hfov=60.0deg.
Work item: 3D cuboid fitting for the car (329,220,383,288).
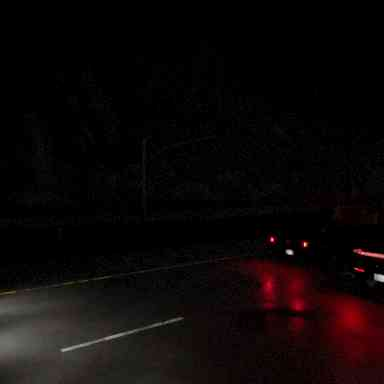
[{"bbox_3d":[5.699,1.480,7.961,4.902,1.511,2.128,0,0,-36],"label":"car"}]

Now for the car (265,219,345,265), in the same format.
[{"bbox_3d":[4.839,1.587,11.666,4.718,1.301,1.895,0,0,-36],"label":"car"}]
